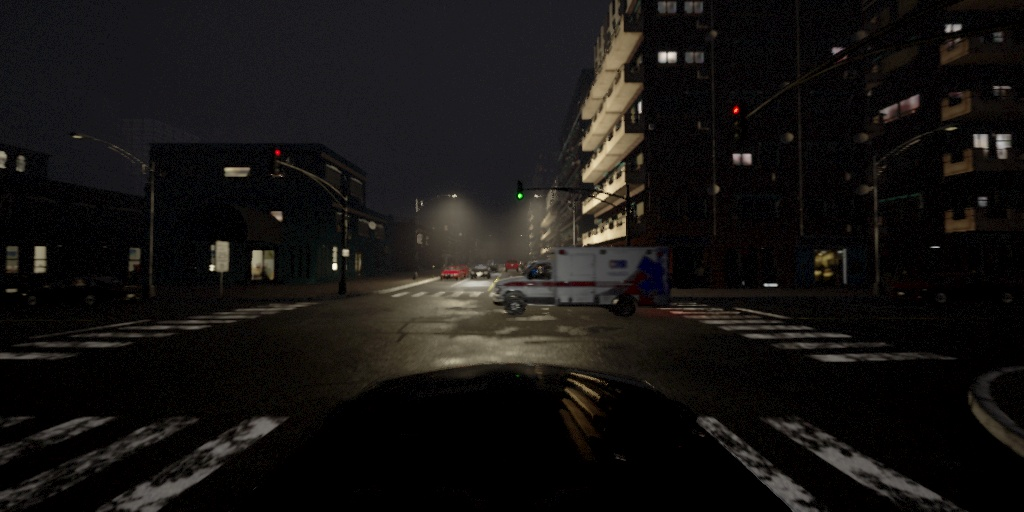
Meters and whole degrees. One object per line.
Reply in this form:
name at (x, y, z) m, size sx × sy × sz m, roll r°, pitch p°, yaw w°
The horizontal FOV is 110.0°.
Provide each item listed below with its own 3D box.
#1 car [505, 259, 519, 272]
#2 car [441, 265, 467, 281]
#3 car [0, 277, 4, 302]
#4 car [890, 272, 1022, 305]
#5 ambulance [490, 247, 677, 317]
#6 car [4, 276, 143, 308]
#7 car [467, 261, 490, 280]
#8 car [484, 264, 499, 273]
car at (0.007, 1.526, 57.835) m, size 2.150 × 2.045 × 5.566 m, roll 0°, pitch -1°, yaw 0°
car at (-5.686, 1.660, 34.273) m, size 1.802 × 1.307 × 4.207 m, roll 0°, pitch 0°, yaw 0°
car at (-25.194, 1.645, 16.593) m, size 4.313 × 1.339 × 1.948 m, roll 0°, pitch 0°, yaw 1°
car at (19.626, 1.412, 15.973) m, size 4.507 × 1.381 × 1.888 m, roll 0°, pitch 0°, yaw 1°
ambulance at (2.523, 0.907, 13.407) m, size 6.366 × 2.431 × 2.351 m, roll 0°, pitch -1°, yaw 1°
car at (-19.713, 1.603, 16.517) m, size 4.403 × 1.370 × 2.007 m, roll 0°, pitch 0°, yaw 1°
car at (-3.081, 1.588, 36.285) m, size 2.128 × 1.511 × 4.902 m, roll 0°, pitch 0°, yaw 0°
car at (-3.046, 1.865, 53.502) m, size 1.895 × 1.301 × 4.718 m, roll 0°, pitch -1°, yaw 0°
